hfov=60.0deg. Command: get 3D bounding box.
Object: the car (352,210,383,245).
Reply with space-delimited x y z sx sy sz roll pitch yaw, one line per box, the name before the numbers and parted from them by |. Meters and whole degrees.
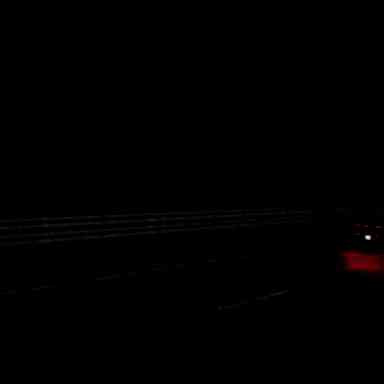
car | 8.842 1.529 14.374 4.892 1.490 1.837 0 0 -35
